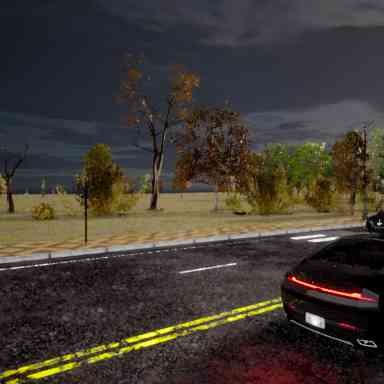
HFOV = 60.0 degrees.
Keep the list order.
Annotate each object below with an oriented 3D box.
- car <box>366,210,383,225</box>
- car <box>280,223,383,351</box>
[{"bbox_3d":[12.003,1.556,19.343,4.181,1.385,1.994,0,0,-32],"label":"car"},{"bbox_3d":[3.678,1.504,5.907,4.892,1.490,1.837,0,0,-34],"label":"car"}]
